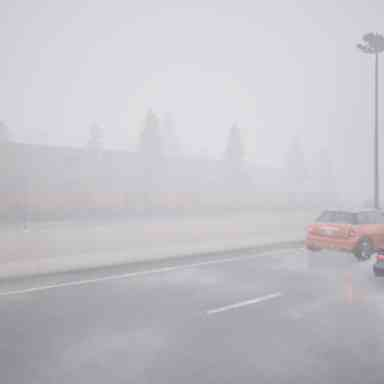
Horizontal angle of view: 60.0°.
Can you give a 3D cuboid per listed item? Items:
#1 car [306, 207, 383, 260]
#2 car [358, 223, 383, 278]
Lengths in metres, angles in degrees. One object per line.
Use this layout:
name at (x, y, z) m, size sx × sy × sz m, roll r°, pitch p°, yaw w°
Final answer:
car at (6.483, 1.410, 12.739) m, size 4.553 × 1.767 × 2.097 m, roll 0°, pitch 0°, yaw -35°
car at (6.837, 1.597, 8.717) m, size 5.357 × 1.411 × 2.033 m, roll 0°, pitch 0°, yaw -35°
